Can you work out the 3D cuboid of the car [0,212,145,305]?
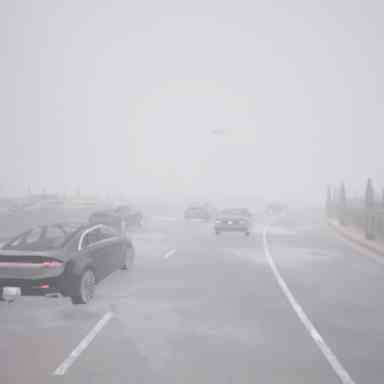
[{"bbox_3d":[-2.828,1.477,8.088,2.128,1.511,4.902,0,0,6],"label":"car"}]

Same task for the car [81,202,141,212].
[{"bbox_3d":[-4.370,1.488,19.929,1.837,1.490,4.892,0,0,13],"label":"car"}]

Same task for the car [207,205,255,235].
[{"bbox_3d":[2.454,1.547,18.752,2.033,1.411,5.357,0,0,13],"label":"car"}]

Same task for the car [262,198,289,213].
[{"bbox_3d":[9.773,1.557,38.184,1.812,1.442,4.674,0,0,27],"label":"car"}]

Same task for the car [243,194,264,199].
[{"bbox_3d":[12.341,1.406,66.314,2.150,2.045,5.566,0,-1,43],"label":"car"}]

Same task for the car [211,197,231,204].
[{"bbox_3d":[6.106,1.737,69.829,1.895,1.301,4.718,0,0,40],"label":"car"}]

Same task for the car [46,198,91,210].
[{"bbox_3d":[-9.587,1.460,28.128,1.882,1.535,5.008,0,0,17],"label":"car"}]

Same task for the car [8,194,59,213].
[{"bbox_3d":[-15.393,1.204,33.022,2.150,2.045,5.566,0,0,19],"label":"car"}]

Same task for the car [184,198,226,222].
[{"bbox_3d":[0.868,1.491,25.806,2.128,1.511,4.902,0,0,17],"label":"car"}]

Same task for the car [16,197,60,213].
[{"bbox_3d":[-12.779,1.484,29.605,1.837,1.490,4.892,0,0,18],"label":"car"}]

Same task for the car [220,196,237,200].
[{"bbox_3d":[7.191,1.647,65.761,1.882,1.535,5.008,0,0,40],"label":"car"}]
